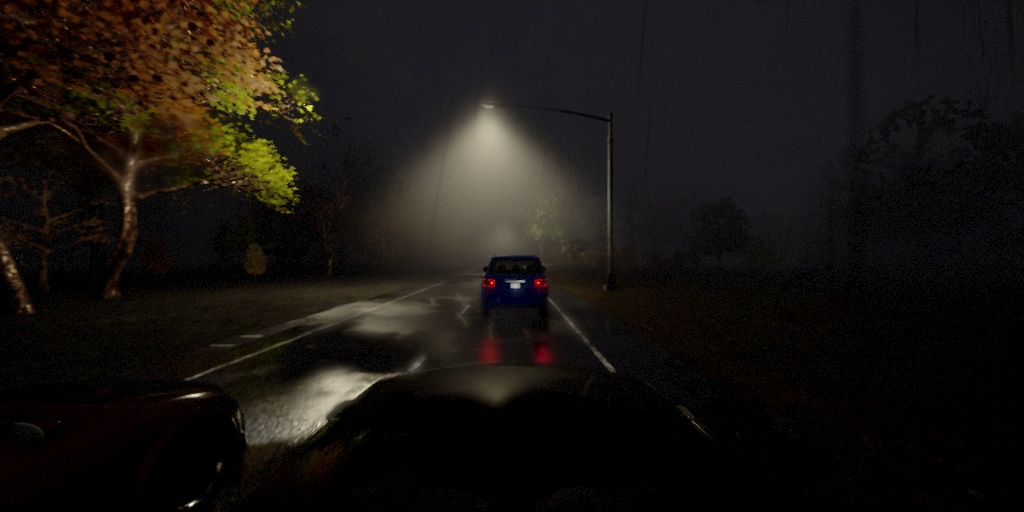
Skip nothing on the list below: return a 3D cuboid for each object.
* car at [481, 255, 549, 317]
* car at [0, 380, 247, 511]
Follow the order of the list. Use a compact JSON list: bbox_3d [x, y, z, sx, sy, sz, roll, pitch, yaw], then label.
[{"bbox_3d":[0.099,0.977,13.244,2.150,2.045,5.566,0,0,0],"label":"car"},{"bbox_3d":[-3.402,1.313,1.524,1.994,1.385,4.181,0,0,0],"label":"car"}]
